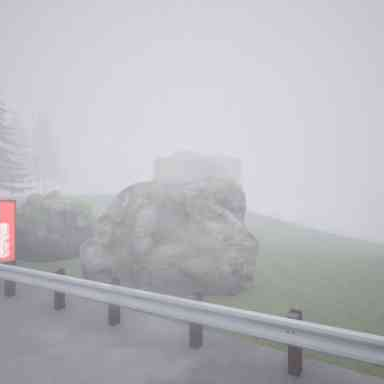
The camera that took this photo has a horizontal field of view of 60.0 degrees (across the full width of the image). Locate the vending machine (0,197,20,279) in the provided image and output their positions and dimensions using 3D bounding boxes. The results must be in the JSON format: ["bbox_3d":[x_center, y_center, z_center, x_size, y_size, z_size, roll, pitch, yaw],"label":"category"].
[{"bbox_3d":[-5.367,1.194,8.837,0.880,2.100,1.100,0,0,31],"label":"vending machine"}]
